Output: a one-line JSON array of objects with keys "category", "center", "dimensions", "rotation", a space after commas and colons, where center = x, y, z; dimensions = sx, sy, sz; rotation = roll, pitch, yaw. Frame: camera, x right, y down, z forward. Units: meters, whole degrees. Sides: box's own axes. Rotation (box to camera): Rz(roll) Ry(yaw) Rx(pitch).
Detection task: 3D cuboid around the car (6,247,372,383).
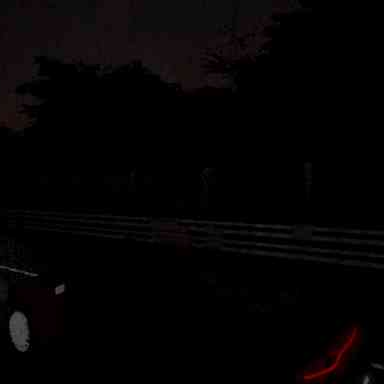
[{"category": "car", "center": [-0.502, 1.483, 4.350], "dimensions": [5.008, 1.535, 1.882], "rotation": [0, 0, 35]}]
